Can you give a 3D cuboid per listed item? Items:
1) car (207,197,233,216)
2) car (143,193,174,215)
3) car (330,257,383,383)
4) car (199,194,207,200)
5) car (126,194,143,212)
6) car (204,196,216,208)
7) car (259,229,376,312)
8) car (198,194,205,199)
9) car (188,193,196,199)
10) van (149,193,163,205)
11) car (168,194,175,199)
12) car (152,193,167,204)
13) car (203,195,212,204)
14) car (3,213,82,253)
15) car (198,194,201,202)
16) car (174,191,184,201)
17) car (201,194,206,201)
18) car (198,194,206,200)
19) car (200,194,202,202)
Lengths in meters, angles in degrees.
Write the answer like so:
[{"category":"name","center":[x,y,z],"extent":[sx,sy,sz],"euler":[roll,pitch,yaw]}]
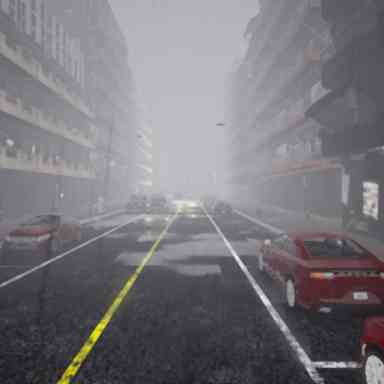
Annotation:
[{"category":"car","center":[2.688,1.416,30.186],"extent":[2.008,1.369,4.403],"euler":[0,0,0]},{"category":"car","center":[-3.096,1.210,31.682],"extent":[2.097,1.767,4.553],"euler":[0,0,0]},{"category":"car","center":[2.690,1.536,1.875],"extent":[1.887,1.381,4.507],"euler":[0,0,0]},{"category":"car","center":[2.682,1.246,81.141],"extent":[1.887,1.381,4.507],"euler":[0,0,0]},{"category":"car","center":[-5.693,1.154,35.868],"extent":[2.192,1.841,5.009],"euler":[0,0,0]},{"category":"car","center":[2.687,1.391,35.849],"extent":[2.008,1.369,4.403],"euler":[0,0,0]},{"category":"car","center":[2.690,1.510,7.536],"extent":[1.887,1.381,4.507],"euler":[0,0,0]},{"category":"car","center":[2.680,1.204,92.635],"extent":[1.752,1.417,4.829],"euler":[0,0,0]},{"category":"car","center":[-0.005,1.092,84.384],"extent":[2.128,1.511,4.902],"euler":[0,0,0]},{"category":"van","center":[-5.695,1.110,52.854],"extent":[1.690,1.788,3.998],"euler":[0,0,0]},{"category":"car","center":[-5.700,1.204,92.317],"extent":[1.752,1.417,4.829],"euler":[0,0,0]},{"category":"car","center":[-5.697,1.068,58.514],"extent":[2.192,1.841,5.009],"euler":[0,0,0]},{"category":"car","center":[2.687,1.359,41.511],"extent":[1.887,1.381,4.507],"euler":[0,0,0]},{"category":"car","center":[-5.691,1.522,13.219],"extent":[1.802,1.307,4.206],"euler":[0,0,0]},{"category":"car","center":[2.355,1.212,65.781],"extent":[1.882,1.535,5.008],"euler":[0,0,0]},{"category":"car","center":[-3.005,0.902,72.236],"extent":[2.150,2.045,5.566],"euler":[0,0,0]},{"category":"car","center":[2.686,1.232,47.171],"extent":[1.967,1.590,4.097],"euler":[0,0,0]},{"category":"car","center":[2.681,1.233,86.807],"extent":[1.887,1.381,4.507],"euler":[0,0,0]},{"category":"car","center":[2.685,1.352,52.835],"extent":[1.802,1.307,4.206],"euler":[0,0,0]}]
